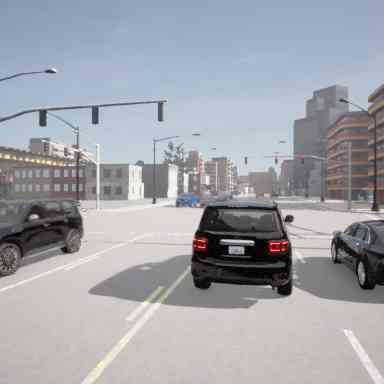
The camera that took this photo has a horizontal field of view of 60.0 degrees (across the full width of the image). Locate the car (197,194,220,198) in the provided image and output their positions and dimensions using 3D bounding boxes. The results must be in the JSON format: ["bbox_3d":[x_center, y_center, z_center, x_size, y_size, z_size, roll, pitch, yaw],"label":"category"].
[{"bbox_3d":[2.328,1.381,46.057,1.837,1.490,4.892,0,1,11],"label":"car"}]

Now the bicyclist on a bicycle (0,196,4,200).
[{"bbox_3d":[-23.840,1.303,41.444,0.582,1.620,1.656,0,0,10],"label":"bicyclist on a bicycle"}]

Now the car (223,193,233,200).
[{"bbox_3d":[8.084,0.926,74.198,1.812,1.442,4.674,0,1,11],"label":"car"}]

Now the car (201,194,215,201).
[{"bbox_3d":[3.297,1.075,68.204,2.033,1.411,5.357,0,1,12],"label":"car"}]

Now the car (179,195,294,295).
[{"bbox_3d":[1.534,1.221,9.038,2.150,2.045,5.566,0,0,14],"label":"car"}]

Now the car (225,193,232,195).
[{"bbox_3d":[6.034,1.091,64.244,1.837,1.490,4.892,0,1,12],"label":"car"}]

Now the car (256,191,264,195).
[{"bbox_3d":[17.423,0.559,85.141,2.097,1.767,4.553,0,1,11],"label":"car"}]

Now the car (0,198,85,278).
[{"bbox_3d":[-5.549,1.221,10.676,2.150,2.045,5.566,0,0,10],"label":"car"}]

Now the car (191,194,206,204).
[{"bbox_3d":[1.159,1.217,57.940,1.837,1.490,4.892,0,1,11],"label":"car"}]

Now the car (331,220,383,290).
[{"bbox_3d":[5.095,1.505,8.918,1.837,1.490,4.892,0,0,11],"label":"car"}]

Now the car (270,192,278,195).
[{"bbox_3d":[20.857,0.743,84.464,2.033,1.411,5.357,0,1,11],"label":"car"}]

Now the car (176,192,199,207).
[{"bbox_3d":[-0.753,1.079,48.463,2.150,2.045,5.566,0,1,12],"label":"car"}]
